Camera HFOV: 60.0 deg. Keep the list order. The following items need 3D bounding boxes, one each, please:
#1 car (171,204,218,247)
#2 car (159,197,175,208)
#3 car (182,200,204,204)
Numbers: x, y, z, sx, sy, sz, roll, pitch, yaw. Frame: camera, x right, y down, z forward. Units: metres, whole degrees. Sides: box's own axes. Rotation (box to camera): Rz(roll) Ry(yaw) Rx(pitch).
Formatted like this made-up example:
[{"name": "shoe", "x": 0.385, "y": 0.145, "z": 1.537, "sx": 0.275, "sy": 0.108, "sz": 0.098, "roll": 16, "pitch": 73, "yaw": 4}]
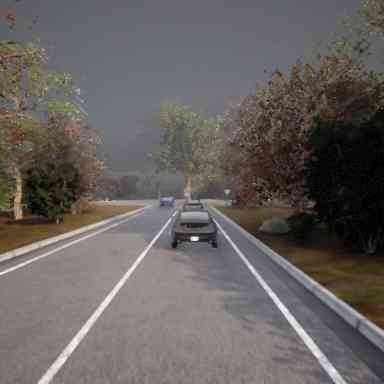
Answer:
[{"name": "car", "x": 0.103, "y": 1.501, "z": 14.886, "sx": 1.837, "sy": 1.490, "sz": 4.892, "roll": 0, "pitch": 0, "yaw": 0}, {"name": "car", "x": -3.493, "y": 1.466, "z": 47.097, "sx": 1.882, "sy": 1.535, "sz": 5.008, "roll": 0, "pitch": 0, "yaw": 0}, {"name": "car", "x": 0.108, "y": 1.482, "z": 31.981, "sx": 2.128, "sy": 1.511, "sz": 4.902, "roll": 0, "pitch": 0, "yaw": 0}]
